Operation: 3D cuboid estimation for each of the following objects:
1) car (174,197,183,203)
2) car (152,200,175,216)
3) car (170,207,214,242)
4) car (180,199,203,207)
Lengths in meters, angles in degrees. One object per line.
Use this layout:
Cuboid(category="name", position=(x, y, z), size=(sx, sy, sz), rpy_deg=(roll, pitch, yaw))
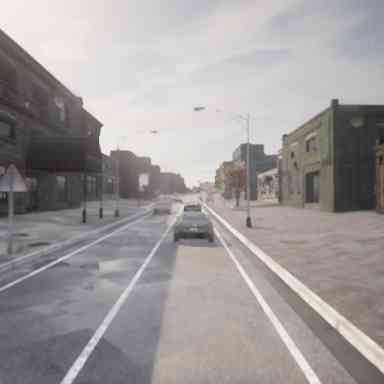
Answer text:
Cuboid(category="car", position=(-3.066, 1.747, 77.190), size=(2.033, 1.411, 5.357), rpy_deg=(0, -1, 0))
Cuboid(category="car", position=(-3.122, 1.718, 35.848), size=(1.837, 1.490, 4.892), rpy_deg=(0, 0, 0))
Cuboid(category="car", position=(0.085, 1.707, 17.390), size=(1.994, 1.385, 4.181), rpy_deg=(0, 0, 0))
Cuboid(category="car", position=(0.070, 1.721, 35.213), size=(2.128, 1.511, 4.902), rpy_deg=(0, 0, 0))
